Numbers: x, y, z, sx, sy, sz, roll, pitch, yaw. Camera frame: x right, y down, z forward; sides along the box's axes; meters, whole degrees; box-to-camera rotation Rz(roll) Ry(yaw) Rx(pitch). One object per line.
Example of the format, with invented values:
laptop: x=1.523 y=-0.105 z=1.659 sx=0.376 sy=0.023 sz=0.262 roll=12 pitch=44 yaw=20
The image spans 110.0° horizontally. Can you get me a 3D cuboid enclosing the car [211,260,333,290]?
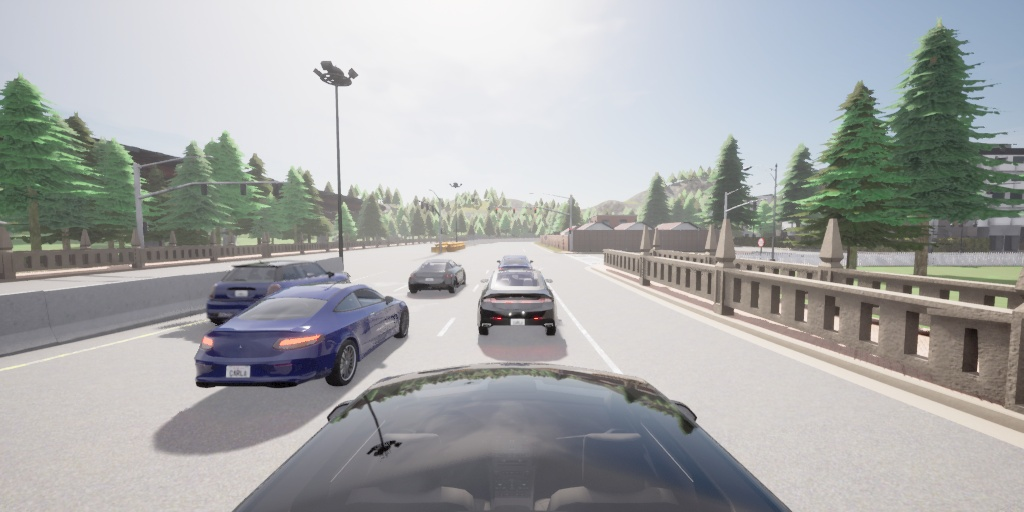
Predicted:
car: x=-6.862 y=0.896 z=11.228 sx=2.097 sy=1.767 sz=4.553 roll=0 pitch=2 yaw=0

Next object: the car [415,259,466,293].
car: x=-3.346 y=0.823 z=16.650 sx=1.994 sy=1.385 sz=4.181 roll=0 pitch=3 yaw=1

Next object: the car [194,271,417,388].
car: x=-3.379 y=1.214 z=6.738 sx=1.812 sy=1.442 sz=4.674 roll=0 pitch=1 yaw=0

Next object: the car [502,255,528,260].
car: x=0.166 y=0.657 z=18.924 sx=1.812 sy=1.442 sz=4.674 roll=0 pitch=3 yaw=0

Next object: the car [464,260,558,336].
car: x=0.132 y=1.082 z=9.924 sx=2.128 sy=1.511 sz=4.902 roll=0 pitch=2 yaw=0
